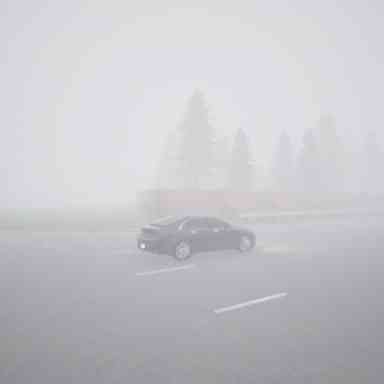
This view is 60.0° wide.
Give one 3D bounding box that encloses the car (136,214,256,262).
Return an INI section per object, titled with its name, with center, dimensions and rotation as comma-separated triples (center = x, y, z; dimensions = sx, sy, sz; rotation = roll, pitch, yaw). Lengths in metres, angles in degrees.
[car]
center = 0.317, 1.587, 12.589
dimensions = 4.892, 1.490, 1.837
rotation = 1, 0, -36
